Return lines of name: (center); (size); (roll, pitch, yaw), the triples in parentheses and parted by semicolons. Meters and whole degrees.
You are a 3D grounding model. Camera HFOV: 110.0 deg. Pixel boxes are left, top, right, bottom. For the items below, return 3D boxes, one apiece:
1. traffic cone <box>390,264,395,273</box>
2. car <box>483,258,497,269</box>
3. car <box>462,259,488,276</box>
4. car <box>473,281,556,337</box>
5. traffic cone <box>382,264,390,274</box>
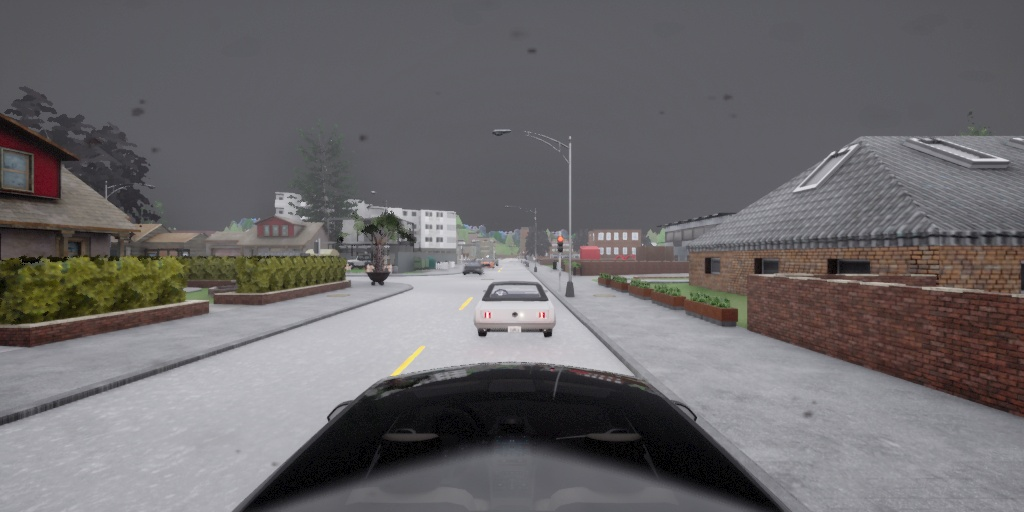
traffic cone: (-15.152, 1.558, 44.755); (0.344, 0.586, 0.344); (0, 0, 0)
car: (-3.797, 1.101, 54.862); (2.097, 1.767, 4.553); (0, 0, 0)
car: (-3.906, 1.297, 36.936); (2.033, 1.411, 5.357); (0, 0, 0)
car: (0.098, 1.351, 10.234); (1.895, 1.301, 4.718); (0, 0, 1)
traffic cone: (-15.516, 1.561, 44.187); (0.344, 0.586, 0.344); (0, 0, 0)
